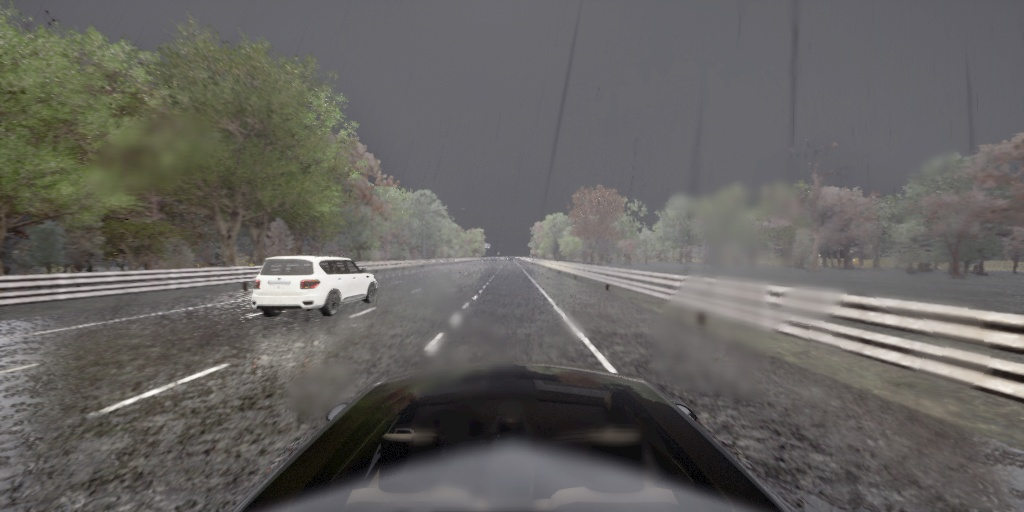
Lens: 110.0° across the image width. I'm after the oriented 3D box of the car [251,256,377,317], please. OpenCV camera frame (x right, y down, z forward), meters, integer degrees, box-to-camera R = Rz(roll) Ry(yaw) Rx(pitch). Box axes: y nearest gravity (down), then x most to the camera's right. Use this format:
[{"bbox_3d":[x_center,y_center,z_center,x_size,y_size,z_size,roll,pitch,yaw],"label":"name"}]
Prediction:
[{"bbox_3d":[-6.942,1.027,13.328,2.150,2.045,5.566,0,0,0],"label":"car"}]
